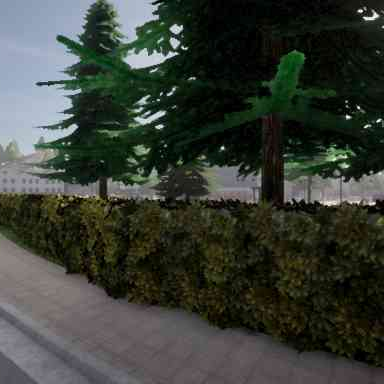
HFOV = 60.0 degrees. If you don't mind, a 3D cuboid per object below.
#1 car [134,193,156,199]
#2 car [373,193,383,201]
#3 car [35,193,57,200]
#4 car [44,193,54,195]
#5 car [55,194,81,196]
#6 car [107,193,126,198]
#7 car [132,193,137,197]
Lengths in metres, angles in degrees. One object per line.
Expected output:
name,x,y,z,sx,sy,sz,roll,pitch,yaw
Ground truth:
car,-7.945,1.384,60.661,3.806,1.475,1.970,0,0,-36
car,40.694,1.225,70.878,5.566,2.045,2.150,0,0,-36
car,-36.346,1.097,82.672,4.605,1.855,1.932,0,0,-36
car,-29.661,1.298,72.138,4.514,1.523,2.007,0,0,-36
car,-23.868,1.320,63.995,3.633,1.501,1.845,0,0,-36
car,-20.394,1.153,90.259,5.027,1.636,2.152,0,0,-36
car,-10.904,1.097,77.745,4.605,1.855,1.932,0,0,-36
